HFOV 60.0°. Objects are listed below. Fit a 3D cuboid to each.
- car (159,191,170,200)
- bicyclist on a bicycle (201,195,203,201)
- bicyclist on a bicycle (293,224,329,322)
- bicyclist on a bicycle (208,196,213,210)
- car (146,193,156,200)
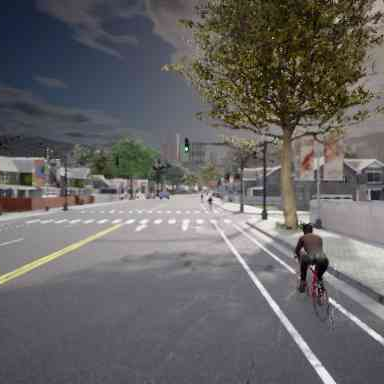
[{"bbox_3d":[-6.502,0.779,79.154,2.150,2.045,5.566,0,0,0],"label":"car"},{"bbox_3d":[2.247,1.315,75.111,0.659,1.776,1.843,0,0,0],"label":"bicyclist on a bicycle"},{"bbox_3d":[2.250,1.454,6.310,0.582,1.620,1.656,0,0,0],"label":"bicyclist on a bicycle"},{"bbox_3d":[2.251,1.359,41.163,0.659,1.776,1.843,0,0,0],"label":"bicyclist on a bicycle"},{"bbox_3d":[-9.752,1.078,79.184,1.812,1.442,4.674,0,0,0],"label":"car"}]
